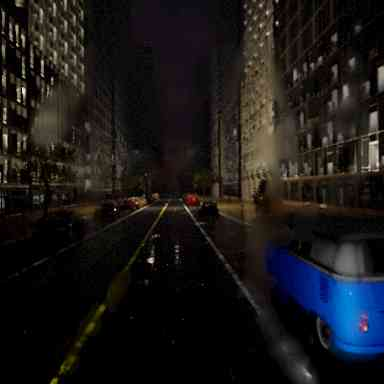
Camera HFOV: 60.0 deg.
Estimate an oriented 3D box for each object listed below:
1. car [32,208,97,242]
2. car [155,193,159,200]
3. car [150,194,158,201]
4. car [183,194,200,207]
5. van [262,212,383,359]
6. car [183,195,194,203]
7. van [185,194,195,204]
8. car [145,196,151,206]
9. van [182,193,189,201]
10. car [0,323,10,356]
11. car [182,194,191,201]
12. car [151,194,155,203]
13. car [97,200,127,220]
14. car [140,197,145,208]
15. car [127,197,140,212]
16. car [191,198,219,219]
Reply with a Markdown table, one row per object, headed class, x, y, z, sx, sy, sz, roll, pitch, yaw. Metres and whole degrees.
| class | x | y | z | sx | sy | sz | roll | pitch | yaw |
| --- | --- | --- | --- | --- | --- | --- | --- | --- | --- |
| car | -6.484 | 1.613 | 16.726 | 2.008 | 1.369 | 4.403 | -1 | 0 | -3 |
| car | -9.695 | 1.597 | 79.164 | 2.008 | 1.369 | 4.403 | -1 | 0 | -3 |
| car | -10.281 | 1.482 | 90.516 | 1.967 | 1.590 | 4.097 | -1 | 0 | -3 |
| car | 0.128 | 1.273 | 51.213 | 2.192 | 1.841 | 5.009 | -1 | 0 | -3 |
| van | 2.465 | 1.308 | 5.804 | 1.690 | 1.788 | 3.998 | -1 | 0 | -3 |
| car | -0.745 | 1.393 | 68.242 | 1.967 | 1.590 | 4.097 | -1 | 0 | -3 |
| van | -0.455 | 1.296 | 62.565 | 1.690 | 1.788 | 3.998 | -1 | 0 | -3 |
| car | -8.519 | 1.579 | 56.289 | 1.752 | 1.417 | 4.829 | -1 | 0 | -3 |
| van | -1.623 | 1.288 | 85.269 | 1.690 | 1.788 | 3.998 | -1 | 0 | -3 |
| car | -3.008 | 1.581 | 1.645 | 2.033 | 1.411 | 5.357 | -1 | 0 | -3 |
| car | -1.329 | 1.389 | 79.594 | 1.967 | 1.590 | 4.097 | -1 | 0 | -3 |
| car | -9.111 | 1.616 | 67.811 | 1.947 | 1.339 | 4.313 | -1 | 0 | -3 |
| car | -7.067 | 1.611 | 28.078 | 2.008 | 1.369 | 4.403 | -1 | 0 | -3 |
| car | -7.946 | 1.497 | 45.106 | 1.967 | 1.590 | 4.097 | -1 | 0 | -3 |
| car | -7.651 | 1.640 | 39.430 | 1.802 | 1.307 | 4.206 | -1 | 0 | -3 |
| car | 1.301 | 1.514 | 28.508 | 2.008 | 1.369 | 4.403 | -1 | 0 | -3 |
